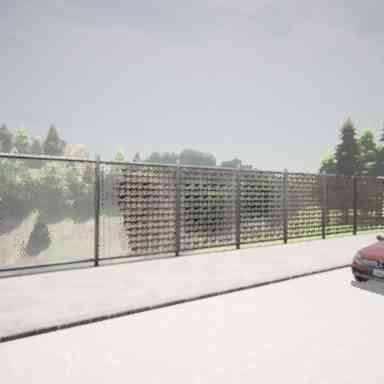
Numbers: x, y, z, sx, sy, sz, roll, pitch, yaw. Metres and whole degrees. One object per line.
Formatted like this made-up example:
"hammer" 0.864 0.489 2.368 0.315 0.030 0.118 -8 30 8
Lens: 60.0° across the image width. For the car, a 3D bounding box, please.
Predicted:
"car" 6.177 1.610 8.855 4.674 1.442 1.812 1 0 -35
